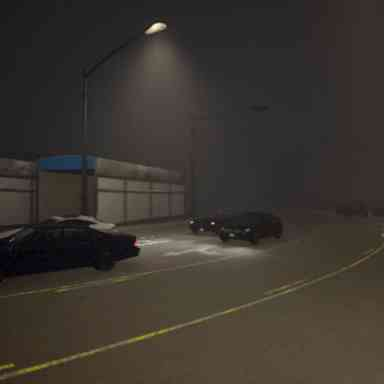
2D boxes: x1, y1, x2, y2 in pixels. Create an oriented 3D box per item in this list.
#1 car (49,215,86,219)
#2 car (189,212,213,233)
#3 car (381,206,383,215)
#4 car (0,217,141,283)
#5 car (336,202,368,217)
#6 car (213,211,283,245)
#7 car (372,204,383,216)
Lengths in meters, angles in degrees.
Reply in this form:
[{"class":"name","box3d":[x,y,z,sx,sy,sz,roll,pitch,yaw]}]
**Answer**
[{"class":"car","box3d":[-5.272,1.695,13.437,4.674,1.442,1.812,1,-1,-41]},{"class":"car","box3d":[1.780,1.902,21.216,1.895,1.301,4.718,0,-1,34]},{"class":"car","box3d":[15.403,1.934,23.955,2.033,1.411,5.357,0,-1,22]},{"class":"car","box3d":[-4.169,1.670,9.800,5.357,1.411,2.033,1,-1,-39]},{"class":"car","box3d":[18.811,1.962,39.371,2.097,1.767,4.553,0,-1,3]},{"class":"car","box3d":[3.261,1.779,17.380,1.812,1.442,4.674,0,-1,37]},{"class":"car","box3d":[22.235,2.092,37.645,2.128,1.511,4.902,0,-1,5]}]
